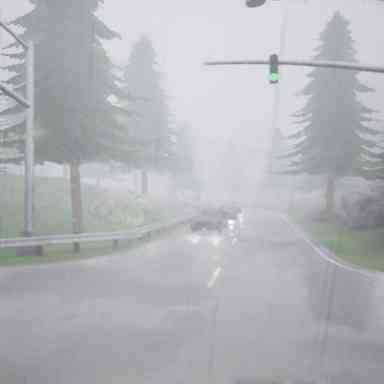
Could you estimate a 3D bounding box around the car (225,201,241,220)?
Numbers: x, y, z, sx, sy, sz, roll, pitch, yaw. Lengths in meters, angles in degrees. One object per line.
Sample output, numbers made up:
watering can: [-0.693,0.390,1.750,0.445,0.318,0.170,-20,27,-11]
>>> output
car: [3.187,1.832,31.067,1.994,1.385,4.181,0,-1,11]

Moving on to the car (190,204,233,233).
car: [1.231,1.736,21.340,2.033,1.411,5.357,0,-1,12]
